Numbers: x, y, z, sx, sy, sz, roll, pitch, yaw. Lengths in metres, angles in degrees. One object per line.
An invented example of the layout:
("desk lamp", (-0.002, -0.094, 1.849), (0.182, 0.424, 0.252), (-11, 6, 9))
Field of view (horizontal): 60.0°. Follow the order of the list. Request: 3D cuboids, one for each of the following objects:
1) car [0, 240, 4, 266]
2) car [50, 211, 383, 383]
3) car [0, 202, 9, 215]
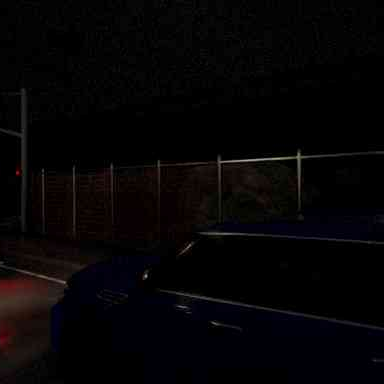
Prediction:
("car", (-7.080, 1.492, 9.039), (4.902, 1.511, 2.128), (0, 0, 33))
("car", (0.935, 1.221, 3.323), (5.566, 2.045, 2.150), (0, 0, 35))
("car", (-20.218, 1.560, 31.727), (1.837, 1.490, 4.892), (0, 0, 35))
